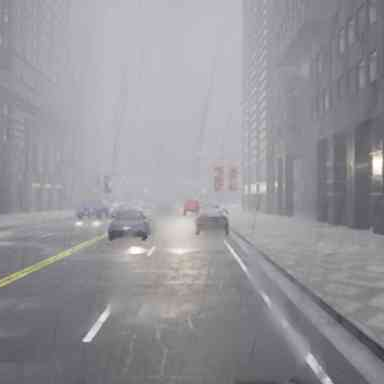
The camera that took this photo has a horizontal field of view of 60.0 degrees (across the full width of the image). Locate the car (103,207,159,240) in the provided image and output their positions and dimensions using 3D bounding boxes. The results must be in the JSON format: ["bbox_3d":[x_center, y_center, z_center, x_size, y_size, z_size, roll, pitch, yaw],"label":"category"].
[{"bbox_3d":[-3.158,1.742,18.076,1.994,1.385,4.181,0,-1,0],"label":"car"}]

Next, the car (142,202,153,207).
[{"bbox_3d":[-9.782,2.979,73.513,2.097,1.767,4.553,0,-2,0],"label":"car"}]

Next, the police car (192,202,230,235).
[{"bbox_3d":[1.129,1.633,20.257,1.930,1.638,5.238,0,-1,0],"label":"police car"}]

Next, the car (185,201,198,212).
[{"bbox_3d":[-0.024,2.428,56.756,2.097,1.767,4.553,0,-2,0],"label":"car"}]

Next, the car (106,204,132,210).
[{"bbox_3d":[-6.607,2.015,32.548,1.994,1.385,4.181,0,-1,0],"label":"car"}]

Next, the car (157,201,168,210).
[{"bbox_3d":[-6.532,2.979,73.514,2.097,1.767,4.553,0,-2,0],"label":"car"}]

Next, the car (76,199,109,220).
[{"bbox_3d":[-9.859,1.703,33.728,2.150,2.045,5.566,0,-2,0],"label":"car"}]

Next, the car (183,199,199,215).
[{"bbox_3d":[0.010,1.932,43.158,2.150,2.045,5.566,0,-1,1],"label":"car"}]

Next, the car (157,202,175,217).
[{"bbox_3d":[-3.167,2.125,39.440,1.837,1.490,4.892,0,-1,0],"label":"car"}]
